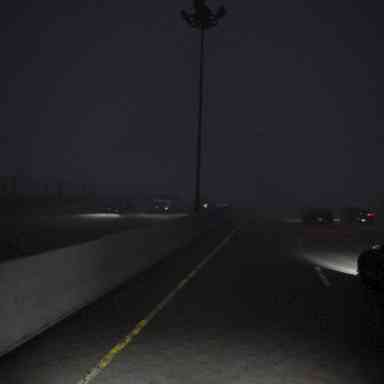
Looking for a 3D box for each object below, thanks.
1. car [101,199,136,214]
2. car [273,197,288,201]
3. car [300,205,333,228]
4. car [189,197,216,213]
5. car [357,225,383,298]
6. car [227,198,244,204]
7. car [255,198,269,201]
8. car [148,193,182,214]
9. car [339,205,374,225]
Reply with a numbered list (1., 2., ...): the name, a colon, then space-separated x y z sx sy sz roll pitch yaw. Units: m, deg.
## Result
1. car: -7.082 1.375 32.276 1.994 1.385 4.181 2 0 14
2. car: 19.354 1.845 72.378 2.097 1.767 4.553 1 0 39
3. car: 9.301 1.732 25.010 1.882 1.535 5.008 2 0 13
4. car: 1.176 1.388 36.156 2.097 1.767 4.553 2 0 16
5. car: 5.051 1.702 7.180 1.994 1.385 4.181 2 0 13
6. car: 9.261 1.862 70.430 1.895 1.301 4.718 1 0 33
7. car: 15.302 1.958 72.832 1.994 1.385 4.181 1 0 36
8. car: -2.728 1.150 35.214 2.150 2.045 5.566 1 0 15
9. car: 13.469 1.872 27.363 1.837 1.490 4.892 2 0 14
